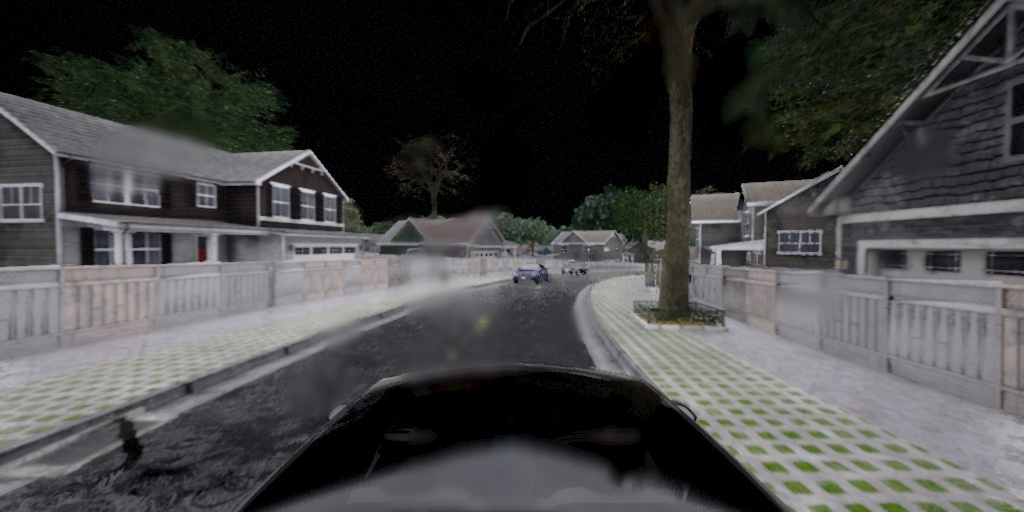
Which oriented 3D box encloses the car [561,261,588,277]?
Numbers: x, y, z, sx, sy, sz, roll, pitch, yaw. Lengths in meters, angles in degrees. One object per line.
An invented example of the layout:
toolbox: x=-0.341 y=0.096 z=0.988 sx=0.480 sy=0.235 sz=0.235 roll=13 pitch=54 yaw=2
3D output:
car: x=6.821 y=1.333 z=38.753 sx=2.128 sy=1.511 sz=4.902 roll=1 pitch=0 yaw=29

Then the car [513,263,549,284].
car: x=1.512 y=1.251 z=26.697 sx=1.812 sy=1.442 sz=4.674 roll=1 pitch=0 yaw=19
